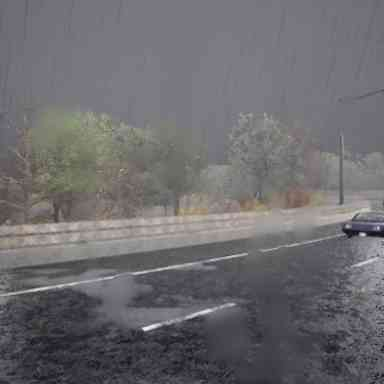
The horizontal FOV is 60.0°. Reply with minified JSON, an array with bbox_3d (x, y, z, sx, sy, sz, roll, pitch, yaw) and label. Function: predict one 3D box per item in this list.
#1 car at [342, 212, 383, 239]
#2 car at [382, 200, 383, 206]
[{"bbox_3d":[9.392,1.658,16.818,1.895,1.301,4.718,0,0,45],"label":"car"},{"bbox_3d":[34.663,1.556,57.747,2.097,1.767,4.553,0,0,17],"label":"car"}]
